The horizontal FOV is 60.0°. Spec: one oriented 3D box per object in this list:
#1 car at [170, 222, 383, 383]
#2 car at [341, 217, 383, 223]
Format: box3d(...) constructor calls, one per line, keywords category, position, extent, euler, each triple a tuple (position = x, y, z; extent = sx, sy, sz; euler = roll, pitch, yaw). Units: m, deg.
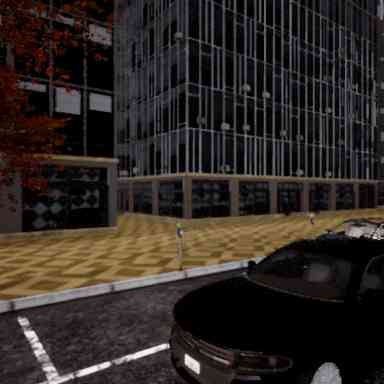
box3d(category="car", position=(2.034, 1.461, 4.829), extent=(5.008, 1.535, 1.882), euler=(0, 0, -35))
box3d(category="car", position=(5.436, 1.512, 10.432), extent=(4.403, 1.369, 2.008), euler=(0, 0, -35))
